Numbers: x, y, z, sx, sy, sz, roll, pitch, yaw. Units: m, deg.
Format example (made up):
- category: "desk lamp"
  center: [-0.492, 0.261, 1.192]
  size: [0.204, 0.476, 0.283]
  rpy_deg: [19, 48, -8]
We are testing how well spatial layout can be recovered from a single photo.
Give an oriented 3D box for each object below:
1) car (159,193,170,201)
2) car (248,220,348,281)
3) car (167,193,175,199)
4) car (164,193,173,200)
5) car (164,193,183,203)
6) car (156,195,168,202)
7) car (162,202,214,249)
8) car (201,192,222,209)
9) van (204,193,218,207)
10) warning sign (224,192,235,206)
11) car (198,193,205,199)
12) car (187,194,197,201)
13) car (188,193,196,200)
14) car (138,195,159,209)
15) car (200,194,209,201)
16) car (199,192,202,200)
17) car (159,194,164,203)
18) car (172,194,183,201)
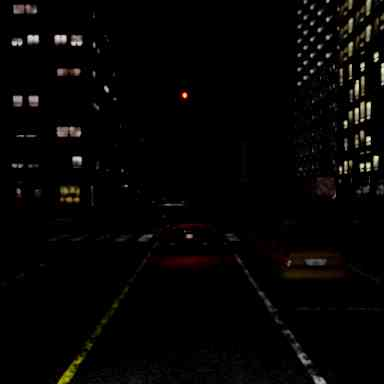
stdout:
- category: "car"
  center: [-5.684, 1.098, 69.397]
  size: [1.967, 1.590, 4.097]
  rpy_deg: [0, 0, 0]
- category: "car"
  center: [2.688, 1.470, 9.521]
  size: [1.752, 1.417, 4.829]
  rpy_deg: [0, 0, 0]
- category: "car"
  center: [-5.680, 1.100, 91.334]
  size: [1.752, 1.417, 4.829]
  rpy_deg: [0, 0, 0]
- category: "car"
  center: [-5.683, 1.055, 80.450]
  size: [1.967, 1.590, 4.097]
  rpy_deg: [0, 0, 0]
- category: "car"
  center: [-3.062, 1.067, 55.458]
  size: [2.097, 1.767, 4.553]
  rpy_deg: [0, 0, 0]
- category: "car"
  center: [-5.684, 1.225, 63.869]
  size: [1.887, 1.381, 4.507]
  rpy_deg: [0, 0, 0]
- category: "car"
  center: [-0.239, 1.406, 14.186]
  size: [1.882, 1.535, 5.008]
  rpy_deg: [0, 0, -3]
- category: "car"
  center: [2.692, 1.092, 41.762]
  size: [2.192, 1.841, 5.009]
  rpy_deg: [0, 0, 0]
- category: "van"
  center: [2.692, 1.092, 47.288]
  size: [1.690, 1.788, 3.998]
  rpy_deg: [0, 0, 0]
- category: "warning sign"
  center: [5.079, 0.877, 45.017]
  size: [1.300, 1.860, 1.060]
  rpy_deg: [0, 1, 0]
- category: "car"
  center: [2.700, 1.099, 91.672]
  size: [1.752, 1.417, 4.829]
  rpy_deg: [0, 0, 0]
- category: "car"
  center: [0.010, 1.131, 70.539]
  size: [1.882, 1.535, 5.008]
  rpy_deg: [0, 0, 0]
- category: "car"
  center: [0.013, 1.066, 80.956]
  size: [2.033, 1.411, 5.357]
  rpy_deg: [0, 0, 0]
- category: "car"
  center: [-5.687, 1.328, 41.764]
  size: [2.008, 1.369, 4.403]
  rpy_deg: [0, 0, 0]
- category: "car"
  center: [2.697, 1.181, 74.922]
  size: [1.887, 1.381, 4.507]
  rpy_deg: [0, 0, 0]
- category: "car"
  center: [2.695, 0.995, 63.867]
  size: [2.192, 1.841, 5.009]
  rpy_deg: [0, 0, 0]
- category: "car"
  center: [-5.685, 1.253, 58.344]
  size: [2.008, 1.369, 4.403]
  rpy_deg: [0, 0, 0]
- category: "car"
  center: [-2.990, 1.179, 70.994]
  size: [2.033, 1.411, 5.357]
  rpy_deg: [0, 0, 0]
